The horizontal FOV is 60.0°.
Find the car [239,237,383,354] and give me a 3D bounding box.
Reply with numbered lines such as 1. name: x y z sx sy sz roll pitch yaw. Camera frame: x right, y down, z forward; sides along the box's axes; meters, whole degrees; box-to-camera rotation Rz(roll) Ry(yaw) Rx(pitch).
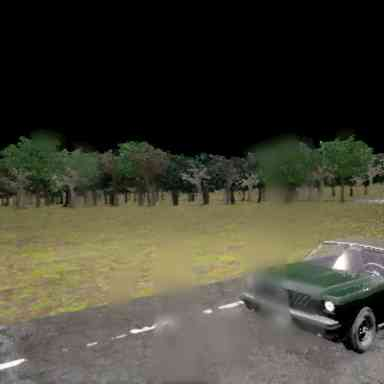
1. car: 3.139 1.598 6.231 4.718 1.301 1.895 0 0 -36
